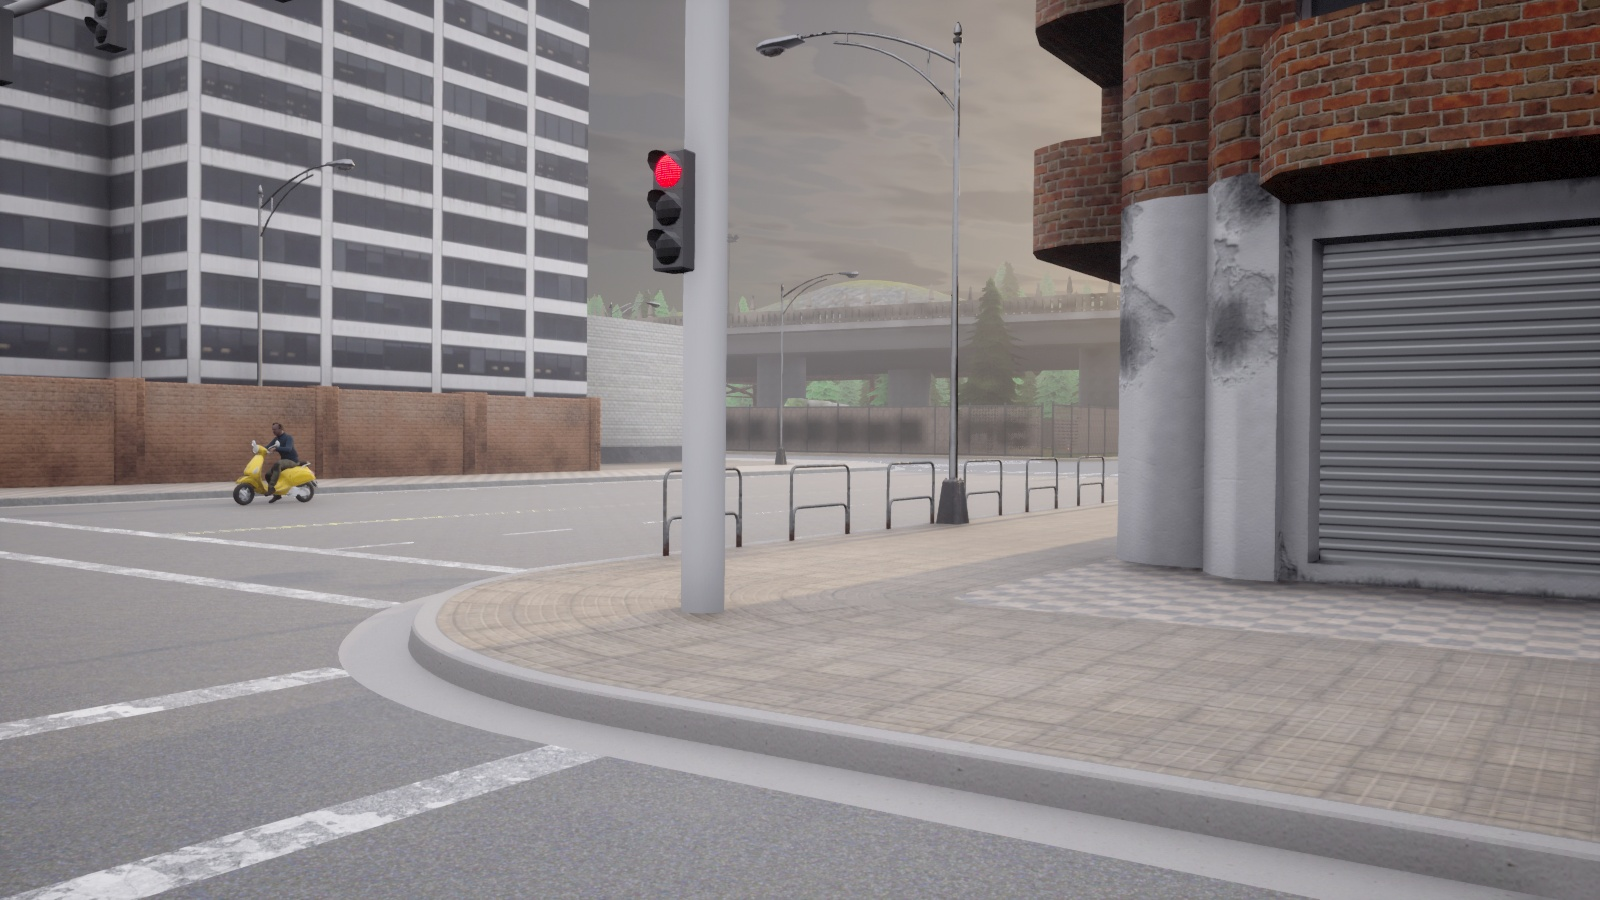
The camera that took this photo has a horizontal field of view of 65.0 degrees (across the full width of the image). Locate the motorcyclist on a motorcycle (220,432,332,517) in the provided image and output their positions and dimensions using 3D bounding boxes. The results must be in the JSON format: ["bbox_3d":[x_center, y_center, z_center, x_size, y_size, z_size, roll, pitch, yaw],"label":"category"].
[{"bbox_3d":[-10.189,0.443,24.478,0.866,1.590,1.817,0,1,33],"label":"motorcyclist on a motorcycle"}]
